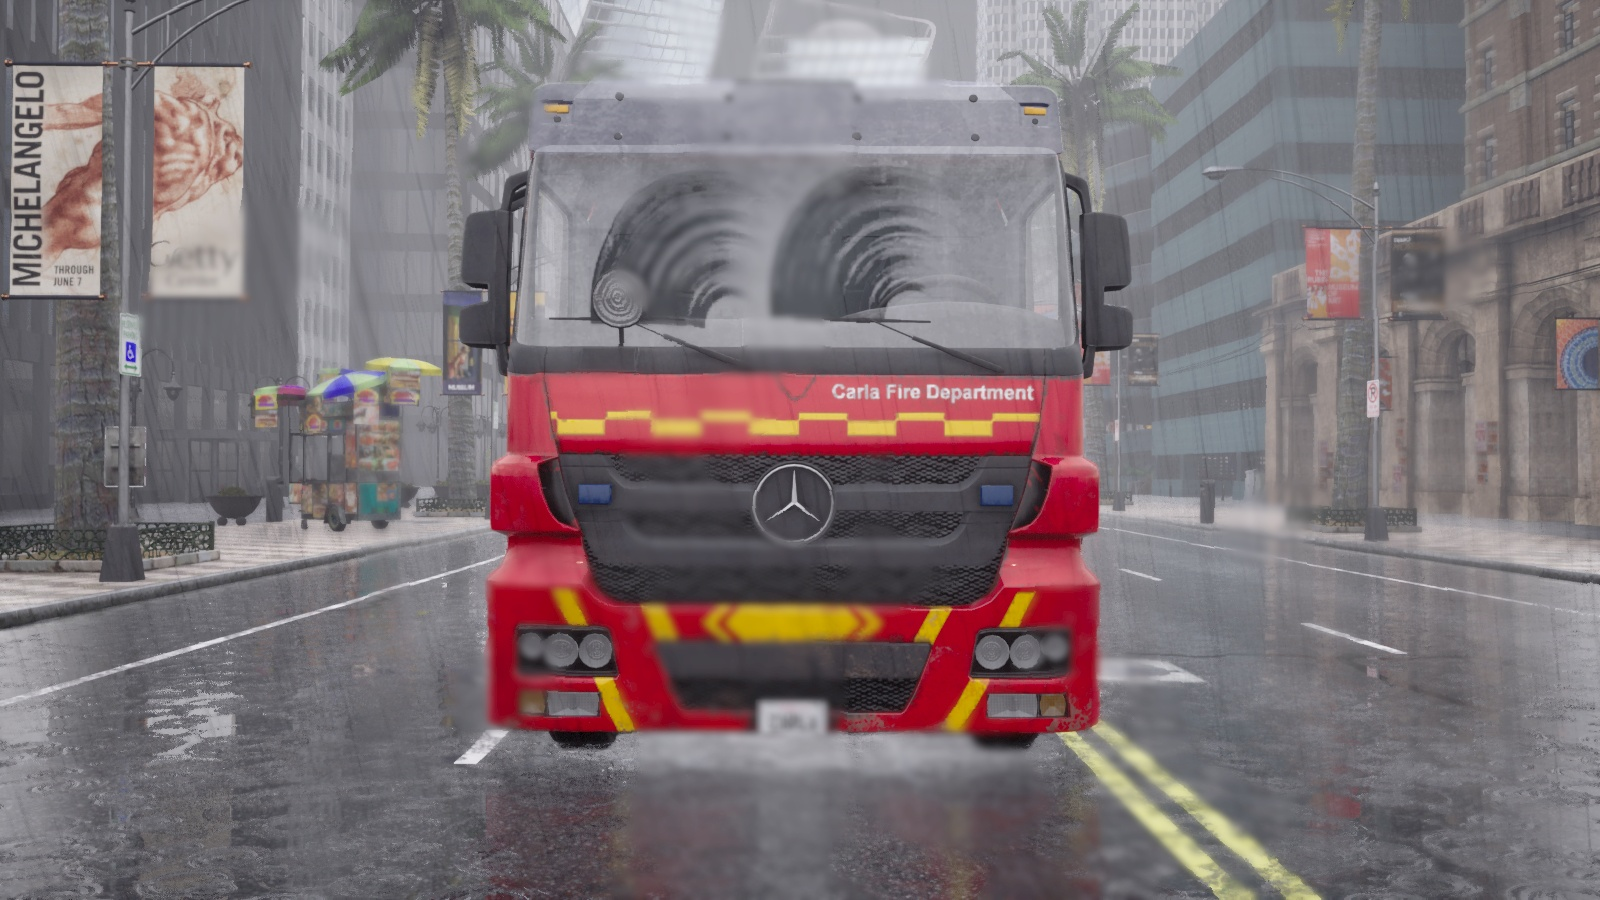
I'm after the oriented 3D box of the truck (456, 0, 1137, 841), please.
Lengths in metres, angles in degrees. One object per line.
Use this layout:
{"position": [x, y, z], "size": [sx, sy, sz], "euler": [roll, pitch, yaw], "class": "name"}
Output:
{"position": [-0.025, -0.189, 9.594], "size": [2.891, 3.827, 8.468], "euler": [0, -1, 0], "class": "truck"}
